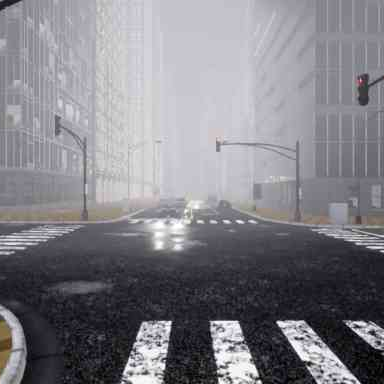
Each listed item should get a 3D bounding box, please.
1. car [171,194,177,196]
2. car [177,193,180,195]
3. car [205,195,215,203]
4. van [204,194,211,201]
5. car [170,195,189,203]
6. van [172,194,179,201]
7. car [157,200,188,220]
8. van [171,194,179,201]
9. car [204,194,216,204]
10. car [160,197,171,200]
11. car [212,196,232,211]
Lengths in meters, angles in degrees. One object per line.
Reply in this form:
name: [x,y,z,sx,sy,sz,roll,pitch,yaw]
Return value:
car: [-4.097,1.571,63.865,1.947,1.339,4.313,0,0,0]
car: [-1.553,1.480,66.627,1.882,1.535,5.008,0,0,0]
car: [3.759,1.439,69.426,1.967,1.590,4.097,0,0,0]
van: [3.712,1.330,80.481,1.690,1.788,3.998,0,0,0]
car: [-1.549,1.542,44.620,1.812,1.442,4.674,0,0,0]
van: [-4.192,1.324,85.975,1.690,1.788,3.998,0,0,0]
car: [-1.722,1.623,28.518,1.895,1.301,4.718,0,0,4]
van: [-4.168,1.330,80.447,1.690,1.788,3.998,0,0,0]
car: [3.783,1.320,63.898,2.192,1.841,5.009,0,0,0]
car: [-4.027,1.598,47.282,1.802,1.307,4.206,0,0,0]
car: [3.926,1.583,41.789,1.947,1.339,4.313,0,0,0]
